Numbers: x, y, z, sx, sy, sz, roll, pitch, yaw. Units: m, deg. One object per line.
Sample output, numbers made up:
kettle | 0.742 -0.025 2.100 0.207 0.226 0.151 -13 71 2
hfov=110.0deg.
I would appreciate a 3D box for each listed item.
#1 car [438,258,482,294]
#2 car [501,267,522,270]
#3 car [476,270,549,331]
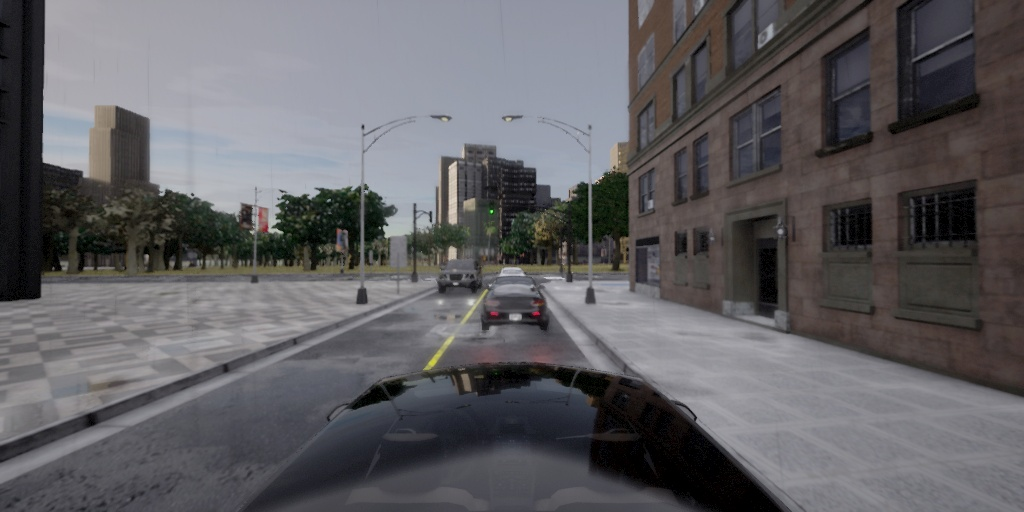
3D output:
car | -3.059 1.171 22.159 2.150 2.045 5.566 0 0 0
car | -0.040 1.420 22.027 1.812 1.442 4.674 0 0 -2
car | 0.072 1.343 11.149 1.812 1.442 4.674 0 0 0
